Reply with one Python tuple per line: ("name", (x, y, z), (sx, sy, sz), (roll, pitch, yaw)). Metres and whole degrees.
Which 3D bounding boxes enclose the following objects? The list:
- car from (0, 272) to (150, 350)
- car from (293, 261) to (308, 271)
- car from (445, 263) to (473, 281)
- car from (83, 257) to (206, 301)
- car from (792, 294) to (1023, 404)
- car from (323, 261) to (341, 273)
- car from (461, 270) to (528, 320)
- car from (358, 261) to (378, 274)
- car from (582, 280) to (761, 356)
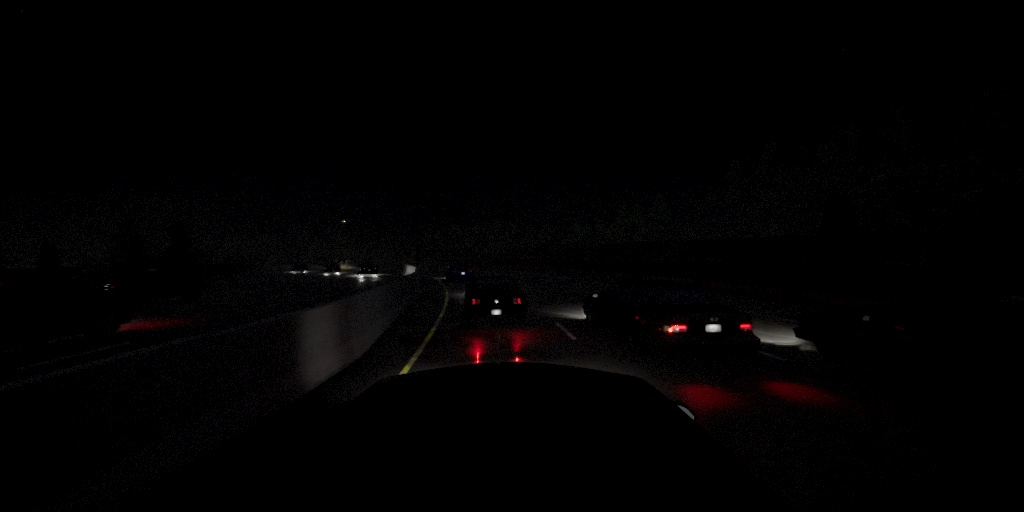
("car", (-10.963, 1.276, 7.472), (1.882, 1.535, 5.008), (0, 0, -5))
("car", (-31.183, 1.481, 52.825), (2.033, 1.411, 5.357), (-1, 0, -31))
("car", (-4.339, 1.297, 29.593), (1.994, 1.385, 4.181), (0, 0, -17))
("car", (-15.297, 1.045, 14.669), (2.150, 2.045, 5.566), (0, 0, -10))
("car", (6.926, 1.258, 5.061), (2.033, 1.411, 5.357), (0, 0, -3))
("car", (-23.624, 1.421, 47.015), (2.033, 1.411, 5.357), (-1, 0, -30))
("car", (-0.694, 1.338, 12.582), (1.895, 1.301, 4.718), (0, 0, -6))
("car", (-16.893, 1.323, 41.887), (1.837, 1.490, 4.892), (-1, 0, -27))
("car", (3.227, 1.270, 8.581), (2.033, 1.411, 5.357), (0, 0, -4))
